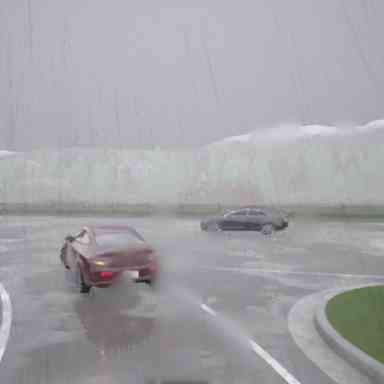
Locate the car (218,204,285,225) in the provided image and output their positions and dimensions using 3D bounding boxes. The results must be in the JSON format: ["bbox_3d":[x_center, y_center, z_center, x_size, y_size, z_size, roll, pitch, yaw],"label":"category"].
[{"bbox_3d":[4.609,1.680,25.552,4.892,1.490,1.837,0,0,15],"label":"car"}]

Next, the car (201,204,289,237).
[{"bbox_3d":[2.940,1.621,18.752,4.902,1.511,2.128,0,0,15],"label":"car"}]

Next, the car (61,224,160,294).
[{"bbox_3d":[-2.340,1.597,9.065,1.812,1.442,4.674,0,0,-27],"label":"car"}]
